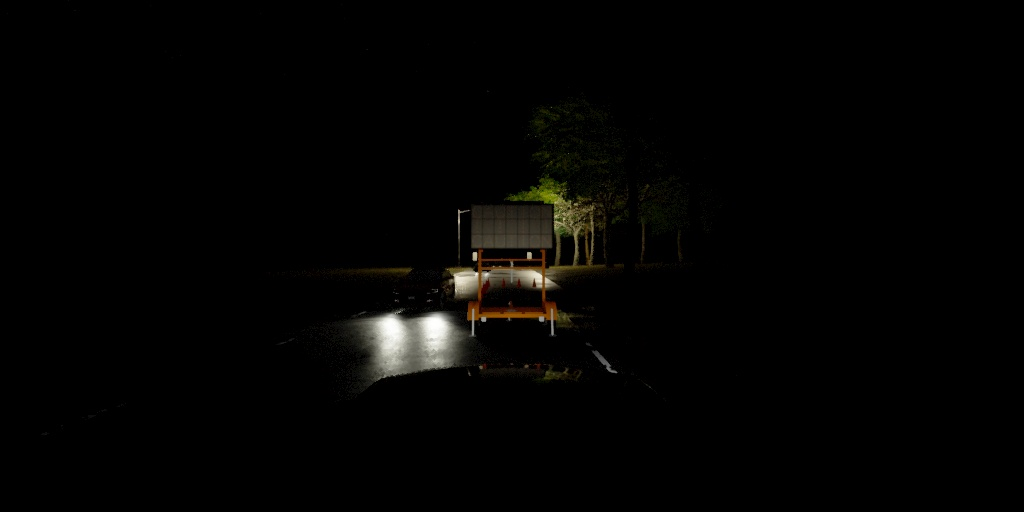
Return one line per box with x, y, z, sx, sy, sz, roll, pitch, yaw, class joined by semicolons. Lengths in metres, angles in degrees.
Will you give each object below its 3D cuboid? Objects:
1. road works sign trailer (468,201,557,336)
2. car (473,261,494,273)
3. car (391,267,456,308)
-0.008;0.222;10.379;2.380;3.560;2.880;0;0;-1;road works sign trailer
-3.709;1.376;44.808;2.033;1.411;5.357;0;0;0;car
-3.631;1.242;15.439;1.882;1.535;5.008;0;0;0;car
